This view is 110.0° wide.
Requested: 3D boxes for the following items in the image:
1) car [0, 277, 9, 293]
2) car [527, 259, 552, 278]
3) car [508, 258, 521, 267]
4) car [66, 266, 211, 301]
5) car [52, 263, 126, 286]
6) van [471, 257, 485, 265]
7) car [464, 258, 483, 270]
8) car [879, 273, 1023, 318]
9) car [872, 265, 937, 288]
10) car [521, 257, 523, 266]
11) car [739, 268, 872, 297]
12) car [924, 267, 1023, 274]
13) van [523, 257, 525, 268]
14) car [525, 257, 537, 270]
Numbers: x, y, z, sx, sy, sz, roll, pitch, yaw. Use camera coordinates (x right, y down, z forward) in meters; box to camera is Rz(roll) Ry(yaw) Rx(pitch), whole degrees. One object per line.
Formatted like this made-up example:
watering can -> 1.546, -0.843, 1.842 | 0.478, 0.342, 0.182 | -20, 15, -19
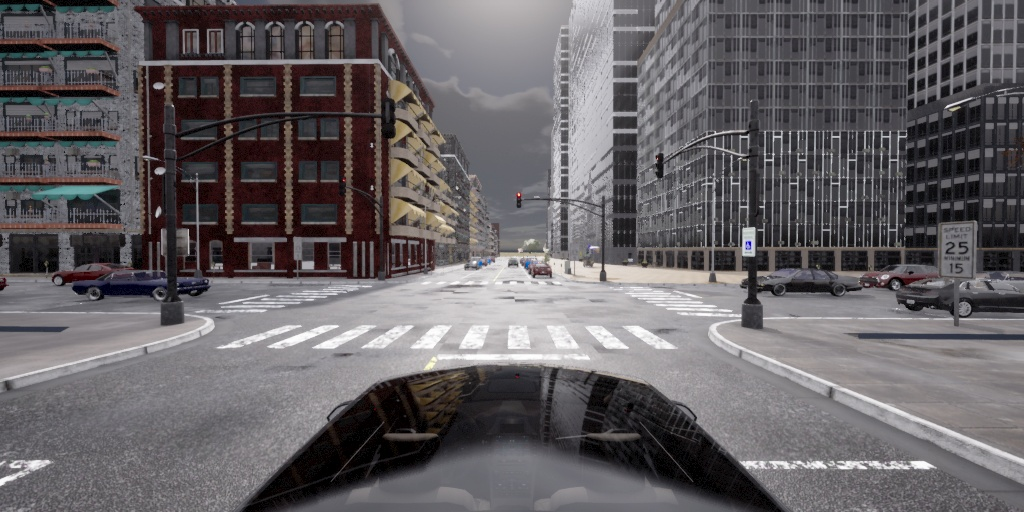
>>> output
car -> -22.598, 1.259, 13.692 | 4.507, 1.381, 1.888 | 0, 0, 1
car -> 2.726, 1.271, 33.404 | 1.888, 1.381, 4.507 | 0, 0, 0
car -> 0.236, 1.282, 64.045 | 1.895, 1.301, 4.718 | 0, 0, 0
car -> -16.643, 1.299, 16.304 | 4.718, 1.301, 1.895 | 0, 1, 1
car -> -25.812, 1.109, 22.356 | 4.507, 1.381, 1.888 | 0, 0, 1
van -> -5.573, 1.036, 55.972 | 1.690, 1.789, 3.998 | 0, 0, 0
car -> -5.585, 1.269, 50.326 | 1.948, 1.339, 4.313 | 0, 0, 0
car -> 16.739, 1.445, 13.066 | 4.403, 1.370, 2.007 | 0, 0, 1
car -> 23.417, 1.230, 21.599 | 4.097, 1.591, 1.967 | 0, 0, 1
car -> 2.775, 1.240, 55.988 | 1.888, 1.381, 4.507 | 0, 0, 0
car -> 15.225, 1.342, 19.001 | 5.357, 1.411, 2.033 | 0, 1, 1
car -> 25.252, 1.443, 18.836 | 4.718, 1.301, 1.895 | 0, 1, 1
van -> 2.763, 1.044, 50.341 | 1.690, 1.789, 3.998 | 0, 0, 0
car -> 2.738, 1.159, 39.049 | 1.967, 1.591, 4.097 | 0, 0, 0
